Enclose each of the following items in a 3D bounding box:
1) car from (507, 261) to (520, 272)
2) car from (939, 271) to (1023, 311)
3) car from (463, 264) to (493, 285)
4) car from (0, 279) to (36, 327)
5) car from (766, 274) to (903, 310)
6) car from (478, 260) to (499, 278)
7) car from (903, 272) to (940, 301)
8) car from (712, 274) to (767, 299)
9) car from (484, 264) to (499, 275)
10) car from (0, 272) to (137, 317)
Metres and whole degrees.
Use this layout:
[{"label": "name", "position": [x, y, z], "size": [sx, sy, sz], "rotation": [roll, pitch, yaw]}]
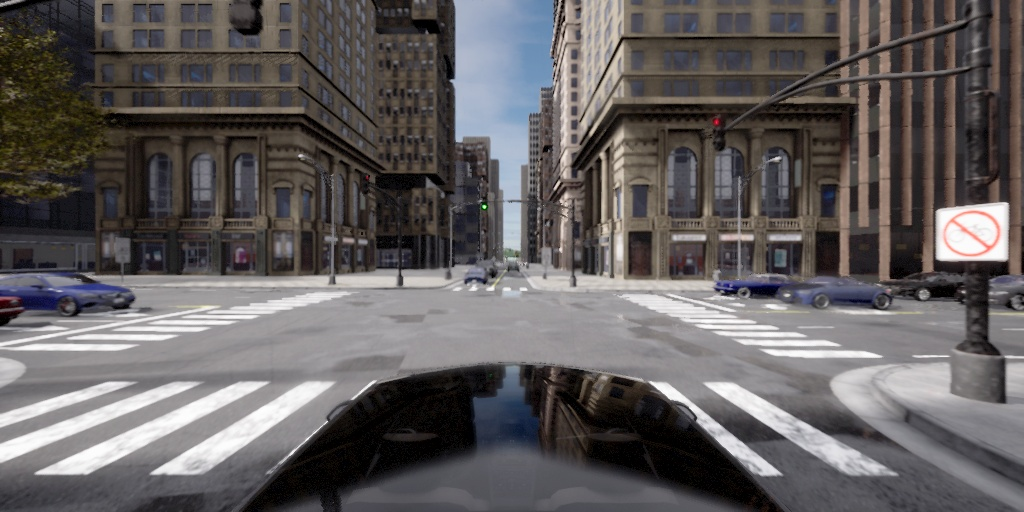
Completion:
[{"label": "car", "position": [0.241, 1.905, 62.791], "size": [2.097, 1.767, 4.553], "rotation": [0, -1, 0]}, {"label": "car", "position": [23.284, 1.619, 16.297], "size": [4.902, 1.511, 2.128], "rotation": [0, 0, 0]}, {"label": "car", "position": [-3.044, 1.686, 31.342], "size": [2.033, 1.411, 5.357], "rotation": [0, -1, 0]}, {"label": "car", "position": [-16.481, 1.403, 9.657], "size": [4.718, 1.301, 1.895], "rotation": [0, 0, 1]}, {"label": "car", "position": [14.501, 1.616, 16.317], "size": [4.181, 1.385, 1.994], "rotation": [0, 0, 0]}, {"label": "car", "position": [-3.019, 1.494, 41.532], "size": [2.150, 2.045, 5.566], "rotation": [0, -1, 1]}, {"label": "car", "position": [23.014, 1.599, 19.547], "size": [5.008, 1.535, 1.882], "rotation": [0, 0, 0]}, {"label": "car", "position": [13.654, 1.642, 19.569], "size": [4.718, 1.301, 1.895], "rotation": [0, 0, 0]}, {"label": "car", "position": [-2.979, 1.914, 51.981], "size": [1.837, 1.490, 4.892], "rotation": [0, -1, 1]}, {"label": "car", "position": [-16.480, 1.324, 12.927], "size": [4.674, 1.442, 1.812], "rotation": [0, 0, 0]}]
